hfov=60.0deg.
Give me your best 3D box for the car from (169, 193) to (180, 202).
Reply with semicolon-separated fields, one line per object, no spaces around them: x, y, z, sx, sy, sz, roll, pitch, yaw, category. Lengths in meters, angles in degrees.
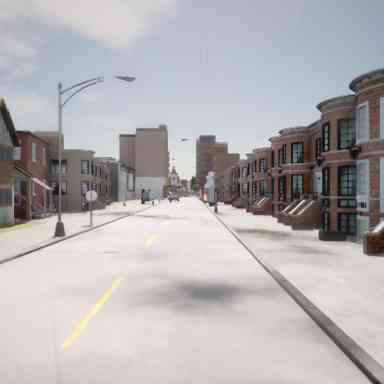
-4.000;1.338;75.882;2.150;2.045;5.566;0;0;0;car
